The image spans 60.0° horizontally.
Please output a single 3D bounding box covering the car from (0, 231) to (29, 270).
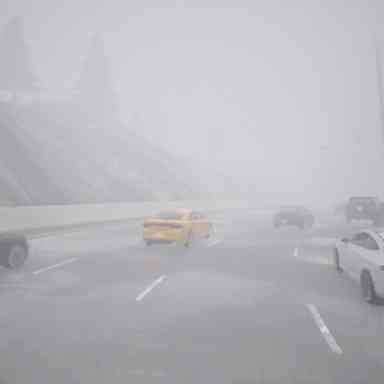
[{"bbox_3d":[-6.080,1.434,8.124,2.128,1.511,4.902,0,0,10],"label":"car"}]

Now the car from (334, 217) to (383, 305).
[{"bbox_3d":[4.700,1.571,7.859,1.812,1.442,4.674,0,0,12],"label":"car"}]

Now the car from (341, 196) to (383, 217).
[{"bbox_3d":[13.494,1.350,25.868,2.150,2.045,5.566,0,0,35],"label":"car"}]

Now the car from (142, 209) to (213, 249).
[{"bbox_3d":[-0.469,1.474,14.862,1.882,1.535,5.008,0,0,18],"label":"car"}]

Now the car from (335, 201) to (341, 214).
[{"bbox_3d":[17.128,1.689,36.812,1.812,1.442,4.674,1,0,36],"label":"car"}]

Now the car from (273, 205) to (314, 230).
[{"bbox_3d":[6.705,1.590,21.815,1.812,1.442,4.674,0,0,31],"label":"car"}]
